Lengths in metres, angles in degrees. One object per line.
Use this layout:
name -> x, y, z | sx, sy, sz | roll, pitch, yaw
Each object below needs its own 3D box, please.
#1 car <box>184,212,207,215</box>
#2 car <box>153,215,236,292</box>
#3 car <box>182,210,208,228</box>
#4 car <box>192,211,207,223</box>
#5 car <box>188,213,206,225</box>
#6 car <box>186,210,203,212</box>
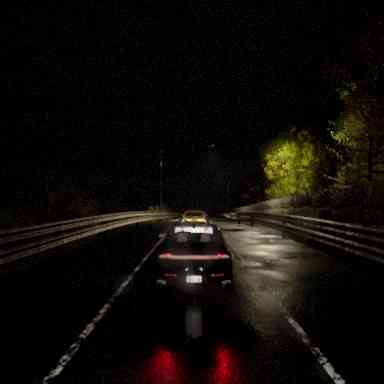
car -> 0.104, 1.961, 18.223 | 1.895, 1.301, 4.718 | 0, -2, 0
car -> 0.056, 1.598, 9.174 | 2.128, 1.511, 4.902 | 0, -1, 0
car -> 0.320, 2.435, 30.346 | 2.128, 1.511, 4.902 | 0, -3, 1
car -> 1.048, 3.433, 45.789 | 1.882, 1.535, 5.008 | 0, -4, 3
car -> 0.613, 2.933, 36.465 | 1.895, 1.301, 4.718 | 0, -4, 2
car -> 0.182, 2.094, 24.240 | 1.882, 1.535, 5.008 | 0, -3, 1
